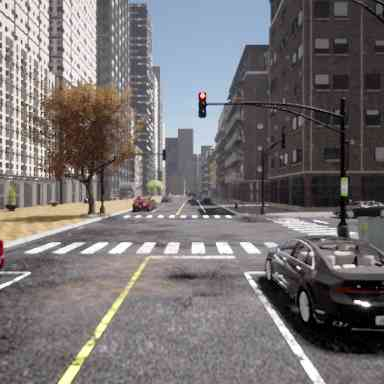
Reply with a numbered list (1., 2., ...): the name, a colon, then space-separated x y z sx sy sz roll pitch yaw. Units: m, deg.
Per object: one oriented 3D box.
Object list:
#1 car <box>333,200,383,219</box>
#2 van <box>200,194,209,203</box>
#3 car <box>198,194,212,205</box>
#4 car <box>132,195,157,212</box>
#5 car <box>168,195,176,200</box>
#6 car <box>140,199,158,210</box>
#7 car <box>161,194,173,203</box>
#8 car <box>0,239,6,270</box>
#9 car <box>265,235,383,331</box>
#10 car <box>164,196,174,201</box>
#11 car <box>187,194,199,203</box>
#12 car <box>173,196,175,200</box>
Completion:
1. car: 13.416 1.348 26.213 4.403 1.369 2.008 -1 1 -1
2. van: 2.660 1.397 72.329 1.690 1.788 3.998 0 0 0
3. car: 2.665 1.606 61.282 1.947 1.339 4.313 0 0 0
4. car: -5.707 1.333 39.188 2.192 1.841 5.009 0 0 0
5. car: -5.730 1.647 94.417 2.008 1.369 4.403 0 0 0
6. car: -5.709 1.589 44.711 1.947 1.339 4.313 0 0 0
7. car: -5.721 1.621 72.326 1.947 1.339 4.313 0 0 0
8. car: -5.693 1.545 6.800 1.887 1.381 4.507 0 0 0
9. car: 2.687 1.551 6.803 2.008 1.369 4.403 0 0 0
10. car: -5.725 1.626 83.371 2.008 1.369 4.403 0 0 0
11. car: -0.029 1.651 68.958 1.895 1.301 4.718 0 0 0
12. car: -5.723 1.380 77.848 2.192 1.841 5.009 0 0 0
